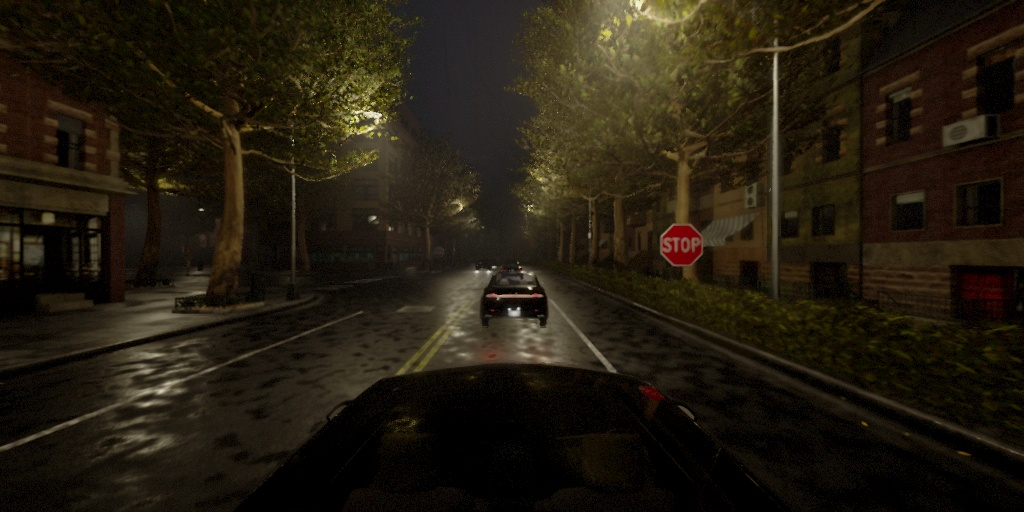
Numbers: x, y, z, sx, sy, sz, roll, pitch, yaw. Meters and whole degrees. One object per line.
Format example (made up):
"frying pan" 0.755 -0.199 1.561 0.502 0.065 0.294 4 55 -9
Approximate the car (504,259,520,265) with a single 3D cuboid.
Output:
"car" 0.034 1.201 31.228 2.033 1.411 5.357 0 0 0

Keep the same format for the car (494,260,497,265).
"car" -3.656 1.112 63.619 1.994 1.385 4.181 0 0 1

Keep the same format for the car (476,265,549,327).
"car" 0.067 1.210 11.327 2.128 1.511 4.902 0 0 0

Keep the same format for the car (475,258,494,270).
"car" -3.679 1.108 46.782 1.837 1.490 4.892 0 0 0
